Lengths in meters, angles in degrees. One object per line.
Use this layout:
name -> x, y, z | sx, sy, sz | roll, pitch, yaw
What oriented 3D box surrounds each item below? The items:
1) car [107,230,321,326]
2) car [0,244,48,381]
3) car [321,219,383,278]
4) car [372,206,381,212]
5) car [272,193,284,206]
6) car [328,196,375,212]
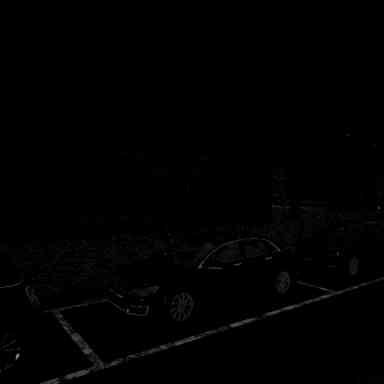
car -> 0.447, 1.551, 6.970 | 4.403, 1.369, 2.008 | 0, 0, -36
car -> -3.995, 1.440, 3.800 | 4.097, 1.590, 1.967 | 0, 0, -36
car -> 4.889, 1.545, 10.139 | 4.507, 1.381, 1.887 | 0, 0, -36
car -> 9.331, 1.441, 13.309 | 4.097, 1.590, 1.967 | 0, 0, -36
car -> 9.091, 0.670, 42.736 | 2.150, 2.045, 5.566 | 0, 1, -35
car -> 16.041, 1.172, 33.028 | 2.128, 1.511, 4.902 | 0, 1, -36
